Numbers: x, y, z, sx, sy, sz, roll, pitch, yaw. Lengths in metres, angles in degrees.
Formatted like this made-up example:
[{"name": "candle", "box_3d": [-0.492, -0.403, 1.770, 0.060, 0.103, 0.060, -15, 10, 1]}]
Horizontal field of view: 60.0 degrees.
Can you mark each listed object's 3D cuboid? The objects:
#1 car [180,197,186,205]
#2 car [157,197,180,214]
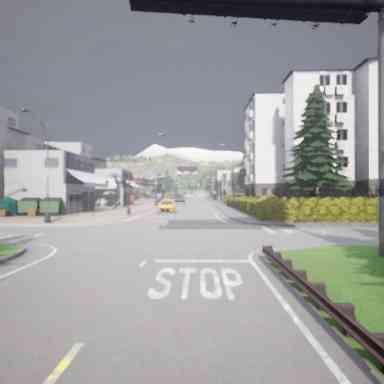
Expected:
[{"name": "car", "box_3d": [-2.226, 1.564, 62.037, 1.994, 1.385, 4.181, 0, 0, 1]}, {"name": "car", "box_3d": [-2.744, 1.615, 37.214, 1.882, 1.535, 5.008, 0, 1, 1]}]
